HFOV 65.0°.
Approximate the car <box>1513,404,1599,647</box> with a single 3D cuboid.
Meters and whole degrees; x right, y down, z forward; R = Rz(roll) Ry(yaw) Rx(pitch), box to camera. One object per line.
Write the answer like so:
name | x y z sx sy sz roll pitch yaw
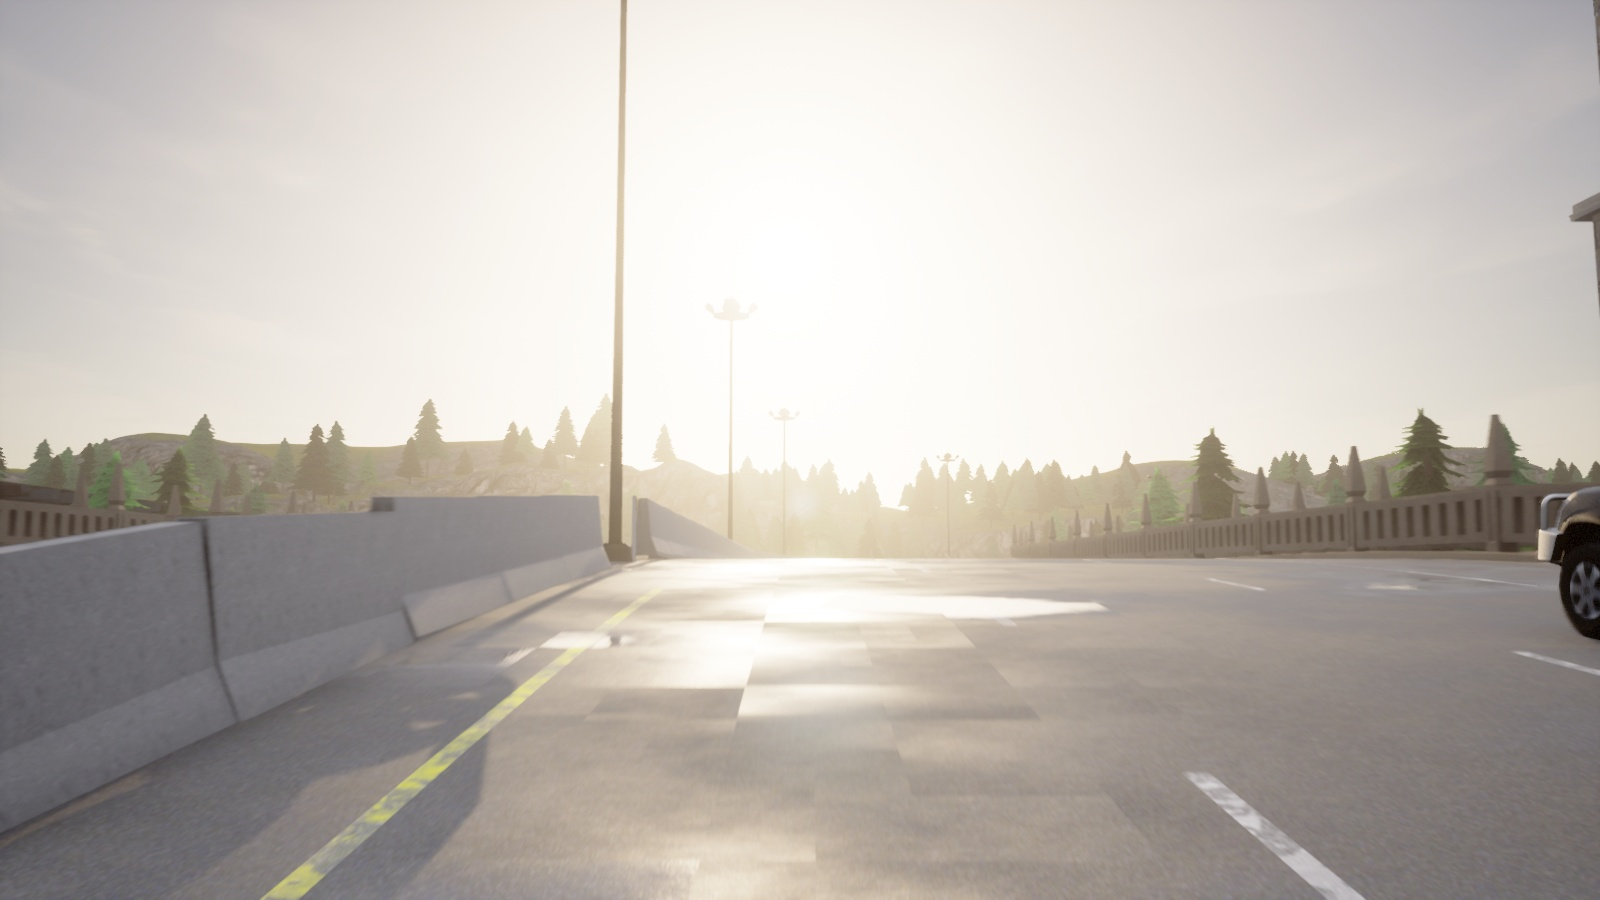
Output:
car | 7.064 0.566 8.454 1.932 1.855 4.605 0 0 0
